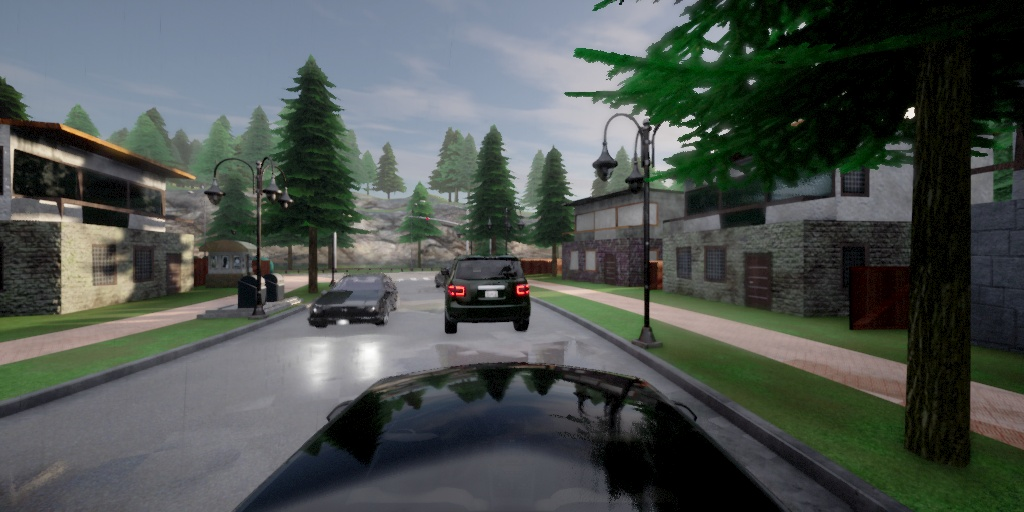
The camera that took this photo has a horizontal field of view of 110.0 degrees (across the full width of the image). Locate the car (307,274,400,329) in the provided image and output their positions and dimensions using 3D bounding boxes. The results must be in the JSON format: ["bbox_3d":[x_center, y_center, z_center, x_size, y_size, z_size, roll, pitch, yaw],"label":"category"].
[{"bbox_3d":[-4.799,1.295,11.695,2.033,1.411,5.357,0,0,-11],"label":"car"}]

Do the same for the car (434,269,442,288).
[{"bbox_3d":[-3.324,1.294,21.098,2.033,1.411,5.357,0,0,-21],"label":"car"}]

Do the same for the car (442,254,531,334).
[{"bbox_3d":[-0.937,0.970,10.895,2.150,2.045,5.566,0,0,-10],"label":"car"}]
